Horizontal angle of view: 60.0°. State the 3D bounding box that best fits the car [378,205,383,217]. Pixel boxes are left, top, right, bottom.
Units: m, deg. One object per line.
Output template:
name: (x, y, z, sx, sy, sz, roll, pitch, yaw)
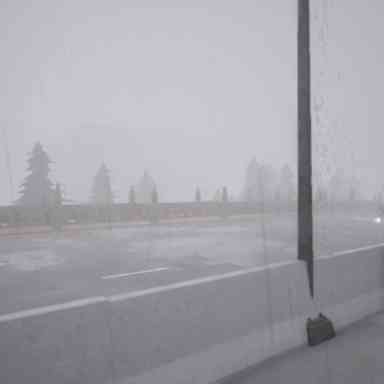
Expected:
car: (18.924, 1.483, 30.381, 5.008, 1.535, 1.882, 1, -1, -35)
